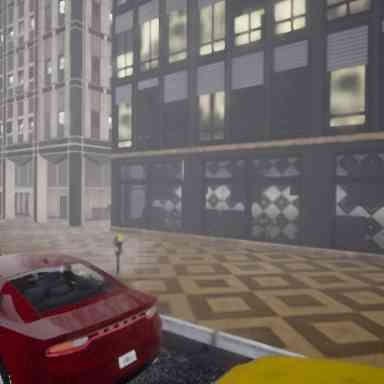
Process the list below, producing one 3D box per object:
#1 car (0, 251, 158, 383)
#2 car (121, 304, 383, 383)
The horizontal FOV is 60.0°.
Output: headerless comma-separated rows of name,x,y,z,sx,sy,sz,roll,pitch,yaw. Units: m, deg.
car,-2.462,1.520,4.626,4.507,1.381,1.887,0,1,36
car,2.038,1.530,1.415,4.829,1.417,1.752,0,1,36
